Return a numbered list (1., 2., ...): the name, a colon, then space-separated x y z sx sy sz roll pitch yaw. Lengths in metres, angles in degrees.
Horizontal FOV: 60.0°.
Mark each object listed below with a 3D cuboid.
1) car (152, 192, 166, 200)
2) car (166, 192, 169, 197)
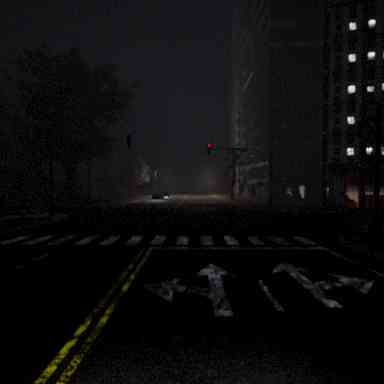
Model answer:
1. car: -6.483 0.819 62.674 1.895 1.301 4.718 0 1 0
2. car: -6.479 0.572 79.867 1.994 1.385 4.181 0 1 0
